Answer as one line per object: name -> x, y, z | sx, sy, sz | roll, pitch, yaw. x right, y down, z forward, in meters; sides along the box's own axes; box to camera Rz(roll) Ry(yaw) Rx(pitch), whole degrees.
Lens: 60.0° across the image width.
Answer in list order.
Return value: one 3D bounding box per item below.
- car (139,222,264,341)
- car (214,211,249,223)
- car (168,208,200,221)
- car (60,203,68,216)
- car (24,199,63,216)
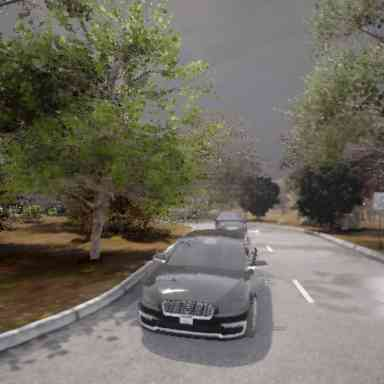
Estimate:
car -> 0.471, 1.615, 7.015 | 1.837, 1.490, 4.892 | 1, -1, 13
car -> 2.435, 1.999, 20.955 | 2.128, 1.511, 4.902 | 1, -1, 4
car -> -1.380, 2.424, 36.857 | 4.902, 1.511, 2.128 | 0, -3, 34
car -> -11.242, 2.182, 35.922 | 4.674, 1.442, 1.812 | 1, -2, 4
car -> -17.818, 1.856, 40.241 | 5.566, 2.045, 2.150 | 0, -3, 11
